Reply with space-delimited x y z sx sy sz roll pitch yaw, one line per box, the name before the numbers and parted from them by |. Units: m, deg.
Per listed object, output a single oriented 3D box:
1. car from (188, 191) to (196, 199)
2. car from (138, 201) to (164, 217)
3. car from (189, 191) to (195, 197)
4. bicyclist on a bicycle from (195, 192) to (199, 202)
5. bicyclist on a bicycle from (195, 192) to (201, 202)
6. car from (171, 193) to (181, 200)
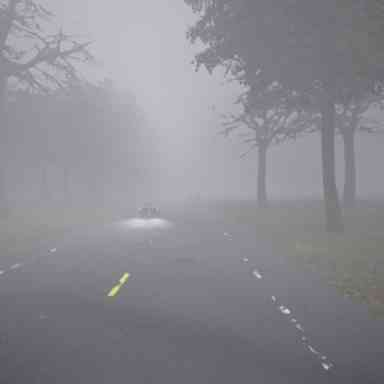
car | 0.012 0.853 76.922 2.033 1.411 5.357 0 1 0
car | -3.595 1.460 29.913 1.895 1.301 4.718 0 0 0
car | 0.015 0.470 92.468 1.812 1.442 4.674 0 1 0
bicyclist on a bicycle | 0.972 0.873 62.845 0.659 1.776 1.843 0 1 0
bicyclist on a bicycle | 0.972 1.058 53.098 0.866 1.612 1.509 0 0 0
car | -3.489 0.930 71.168 1.994 1.385 4.181 0 1 0
